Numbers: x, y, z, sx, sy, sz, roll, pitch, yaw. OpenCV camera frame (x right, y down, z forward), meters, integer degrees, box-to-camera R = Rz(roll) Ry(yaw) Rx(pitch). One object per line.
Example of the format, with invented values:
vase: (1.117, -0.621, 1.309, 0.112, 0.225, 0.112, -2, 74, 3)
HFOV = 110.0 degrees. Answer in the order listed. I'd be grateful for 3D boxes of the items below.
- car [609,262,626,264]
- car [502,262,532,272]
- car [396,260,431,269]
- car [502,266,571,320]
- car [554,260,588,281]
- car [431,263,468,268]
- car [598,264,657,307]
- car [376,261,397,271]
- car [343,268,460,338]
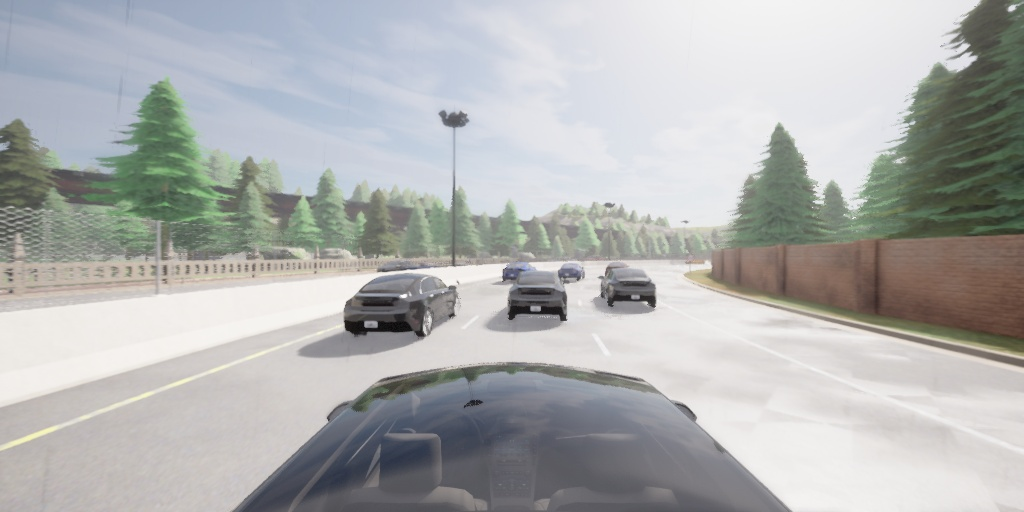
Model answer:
car: (9.796, 1.267, 33.160, 1.882, 1.535, 5.008, 0, 0, 21)
car: (0.689, 1.227, 28.099, 1.882, 1.535, 5.008, 0, 0, 16)
car: (-8.570, 1.308, 34.344, 1.895, 1.301, 4.718, 0, 0, 19)
car: (0.959, 1.258, 12.652, 1.837, 1.490, 4.892, 0, 0, 7)
car: (5.018, 1.294, 30.224, 1.812, 1.442, 4.674, 0, 0, 18)
car: (-5.244, 1.323, 33.271, 1.895, 1.301, 4.718, 0, 0, 19)
car: (4.958, 1.275, 15.688, 1.837, 1.490, 4.892, 0, 0, 9)
car: (-11.578, 1.199, 36.201, 1.837, 1.490, 4.892, 0, 0, 19)
car: (-2.824, 1.241, 10.184, 1.837, 1.490, 4.892, 0, 0, 6)
